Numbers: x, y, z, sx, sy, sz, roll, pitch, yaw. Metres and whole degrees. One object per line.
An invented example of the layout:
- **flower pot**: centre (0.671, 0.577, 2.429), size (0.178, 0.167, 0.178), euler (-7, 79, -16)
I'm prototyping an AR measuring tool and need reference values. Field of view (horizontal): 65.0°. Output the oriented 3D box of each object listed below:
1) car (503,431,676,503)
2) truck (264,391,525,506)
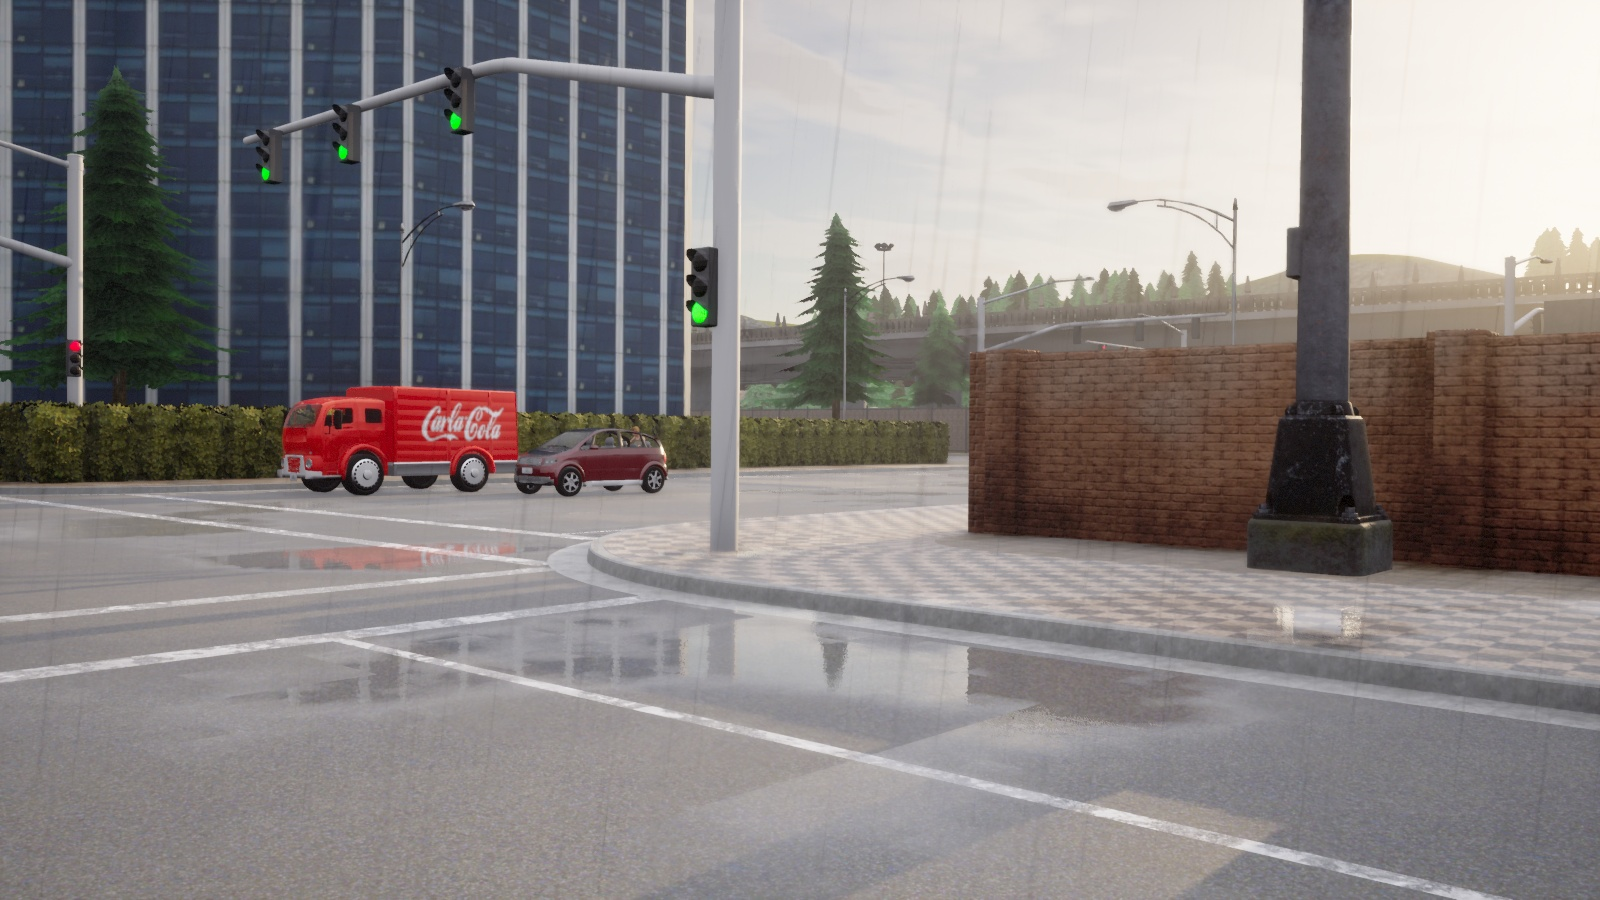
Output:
- **car**: centre (-4.882, 0.352, 29.483), size (1.789, 1.549, 3.705), euler (0, 1, 41)
- **truck**: centre (-9.437, -0.074, 29.588), size (2.627, 2.467, 5.204), euler (0, 1, 41)
